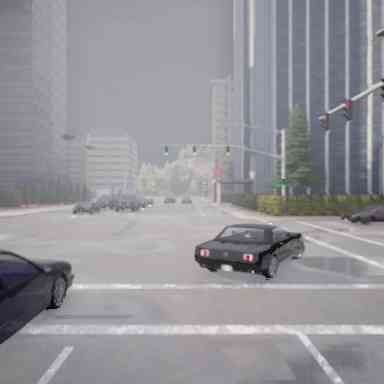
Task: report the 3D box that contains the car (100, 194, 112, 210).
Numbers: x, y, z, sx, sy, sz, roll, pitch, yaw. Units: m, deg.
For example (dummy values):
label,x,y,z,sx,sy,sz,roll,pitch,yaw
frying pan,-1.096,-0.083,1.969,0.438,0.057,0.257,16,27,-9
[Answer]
label,x,y,z,sx,sy,sz,roll,pitch,yaw
car,-11.360,1.317,45.080,2.150,2.045,5.566,0,0,-1

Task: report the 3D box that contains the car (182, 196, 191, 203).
label,x,y,z,sx,sy,sz,roll,pitch,yaw
car,-1.185,1.699,77.174,2.033,1.411,5.357,0,0,-1

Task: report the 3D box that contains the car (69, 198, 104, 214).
label,x,y,z,sx,sy,sz,roll,pitch,yaw
car,-11.246,1.640,35.746,1.994,1.385,4.181,0,0,-1

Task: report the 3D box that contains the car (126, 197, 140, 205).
label,x,y,z,sx,sy,sz,roll,pitch,yaw
car,-11.528,1.700,65.007,1.994,1.385,4.181,0,0,-1

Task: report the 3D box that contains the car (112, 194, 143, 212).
label,x,y,z,sx,sy,sz,roll,pitch,yaw
car,-7.814,1.307,40.585,2.150,2.045,5.566,0,0,-1

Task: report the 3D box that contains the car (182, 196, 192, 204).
label,x,y,z,sx,sy,sz,roll,pitch,yaw
car,-1.052,1.702,67.399,1.994,1.385,4.181,0,0,-1

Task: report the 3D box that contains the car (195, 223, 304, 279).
label,x,y,z,sx,sy,sz,roll,pitch,yaw
car,2.029,1.622,10.270,1.895,1.301,4.718,0,0,31

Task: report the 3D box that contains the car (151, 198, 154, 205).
label,x,y,z,sx,sy,sz,roll,pitch,yaw
car,-7.970,1.690,60.381,1.994,1.385,4.181,0,0,0

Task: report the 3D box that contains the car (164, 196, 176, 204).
label,x,y,z,sx,sy,sz,roll,pitch,yaw
car,-4.544,1.643,66.947,1.837,1.490,4.892,0,0,-1

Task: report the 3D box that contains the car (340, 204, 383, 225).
label,x,y,z,sx,sy,sz,roll,pitch,yaw
car,13.649,1.594,23.925,5.357,1.411,2.033,0,0,-3

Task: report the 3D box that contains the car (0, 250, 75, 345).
label,x,y,z,sx,sy,sz,roll,pitch,yaw
car,-3.445,1.558,4.784,2.033,1.411,5.357,0,0,0

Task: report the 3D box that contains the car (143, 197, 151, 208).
label,x,y,z,sx,sy,sz,roll,pitch,yaw
car,-7.919,1.457,50.335,2.097,1.767,4.553,0,0,0

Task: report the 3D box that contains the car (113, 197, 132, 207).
label,x,y,z,sx,sy,sz,roll,pitch,yaw
car,-11.454,1.607,55.027,2.128,1.511,4.902,0,0,0

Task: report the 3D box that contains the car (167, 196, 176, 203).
label,x,y,z,sx,sy,sz,roll,pitch,yaw
car,-4.685,1.684,77.115,1.812,1.442,4.674,0,0,-1

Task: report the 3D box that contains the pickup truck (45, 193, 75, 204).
label,x,y,z,sx,sy,sz,roll,pitch,yaw
pickup truck,-24.607,1.190,61.671,2.390,2.098,6.274,0,0,30
